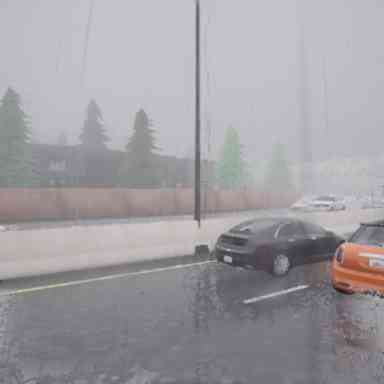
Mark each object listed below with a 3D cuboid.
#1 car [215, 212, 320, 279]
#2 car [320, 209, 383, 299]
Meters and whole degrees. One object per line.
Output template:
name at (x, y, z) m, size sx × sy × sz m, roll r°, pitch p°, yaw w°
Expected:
car at (2.915, 1.515, 10.131) m, size 4.892 × 1.490 × 1.837 m, roll 0°, pitch 0°, yaw -36°
car at (5.203, 1.363, 7.466) m, size 4.553 × 1.767 × 2.097 m, roll 0°, pitch 0°, yaw -36°
